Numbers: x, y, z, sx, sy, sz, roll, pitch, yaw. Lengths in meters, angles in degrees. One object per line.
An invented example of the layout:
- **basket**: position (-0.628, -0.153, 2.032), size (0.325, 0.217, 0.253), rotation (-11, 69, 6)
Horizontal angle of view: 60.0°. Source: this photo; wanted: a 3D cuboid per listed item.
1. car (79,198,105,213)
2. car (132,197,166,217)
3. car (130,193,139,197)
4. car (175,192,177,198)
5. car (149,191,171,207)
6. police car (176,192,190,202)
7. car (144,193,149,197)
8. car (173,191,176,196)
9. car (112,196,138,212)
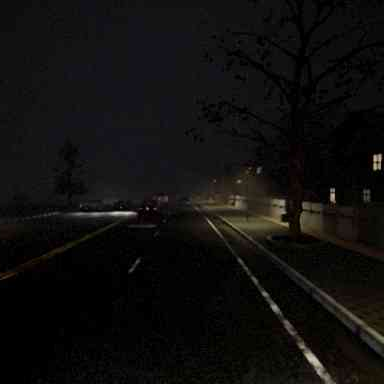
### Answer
- **car**: position (-10.658, 1.380, 35.713), size (1.812, 1.442, 4.674), rotation (0, 0, -2)
- **car**: position (-3.721, 1.418, 29.672), size (2.033, 1.411, 5.357), rotation (0, 0, -2)
- **car**: position (-13.160, 0.969, 76.152), size (1.812, 1.442, 4.674), rotation (0, 0, -5)
- **car**: position (-2.342, 1.230, 75.568), size (1.812, 1.442, 4.674), rotation (0, 0, -5)
- **car**: position (-4.542, 1.022, 47.901), size (2.150, 2.045, 5.566), rotation (0, 0, -3)
- **police car**: position (-1.550, 1.161, 65.643), size (1.930, 1.638, 5.238), rotation (0, 0, -4)
- **car**: position (-9.959, 0.879, 76.854), size (1.882, 1.535, 5.008), rotation (0, 0, -5)
- **car**: position (-2.878, 0.910, 81.612), size (2.150, 2.045, 5.566), rotation (0, 0, -5)
- **car**: position (-7.436, 1.412, 36.411), size (1.994, 1.385, 4.181), rotation (0, 0, -2)
